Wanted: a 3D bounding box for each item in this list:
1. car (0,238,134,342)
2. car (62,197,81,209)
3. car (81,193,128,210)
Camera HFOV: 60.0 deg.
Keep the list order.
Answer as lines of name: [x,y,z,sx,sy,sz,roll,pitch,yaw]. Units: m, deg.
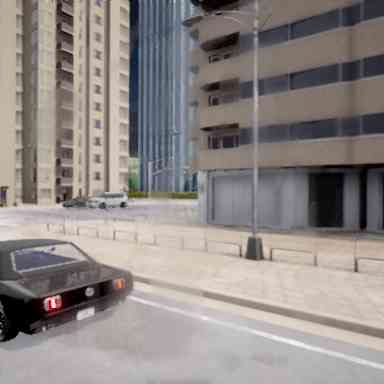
car: [-3.412,1.566,6.446,4.718,1.301,1.895,0,0,36]
car: [-14.067,1.371,42.195,1.837,1.490,4.892,0,0,35]
car: [-10.410,1.110,41.301,2.150,2.045,5.566,0,0,35]
